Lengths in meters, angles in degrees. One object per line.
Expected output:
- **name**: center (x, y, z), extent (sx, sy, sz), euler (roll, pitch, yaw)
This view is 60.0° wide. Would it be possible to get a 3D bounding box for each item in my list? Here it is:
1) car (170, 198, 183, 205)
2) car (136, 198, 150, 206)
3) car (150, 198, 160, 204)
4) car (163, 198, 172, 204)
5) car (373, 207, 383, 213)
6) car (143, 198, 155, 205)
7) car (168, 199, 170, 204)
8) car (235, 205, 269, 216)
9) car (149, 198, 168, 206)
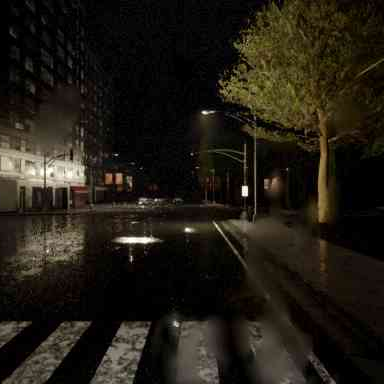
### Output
- **car**: center (-2.999, 2.064, 71.278), extent (2.033, 1.411, 5.357), euler (0, -1, 0)
- **car**: center (-9.616, 1.922, 64.593), extent (2.128, 1.511, 4.902), euler (0, -1, 1)
- **car**: center (-9.522, 2.267, 85.433), extent (2.033, 1.411, 5.357), euler (0, -1, 0)
- **car**: center (-6.274, 2.310, 84.601), extent (1.895, 1.301, 4.718), euler (0, -1, 0)
- **car**: center (42.461, 4.000, 74.943), extent (5.357, 1.411, 2.033), euler (4, -3, -45)
- **car**: center (-9.551, 2.110, 74.890), extent (2.033, 1.411, 5.357), euler (0, -1, 0)
- **car**: center (-6.302, 2.039, 74.277), extent (1.882, 1.535, 5.008), euler (0, -1, 0)
- **car**: center (7.322, 2.231, 39.759), extent (4.718, 1.301, 1.895), euler (2, -2, -45)
- **car**: center (-6.367, 1.975, 64.327), extent (2.033, 1.411, 5.357), euler (0, -1, 1)
